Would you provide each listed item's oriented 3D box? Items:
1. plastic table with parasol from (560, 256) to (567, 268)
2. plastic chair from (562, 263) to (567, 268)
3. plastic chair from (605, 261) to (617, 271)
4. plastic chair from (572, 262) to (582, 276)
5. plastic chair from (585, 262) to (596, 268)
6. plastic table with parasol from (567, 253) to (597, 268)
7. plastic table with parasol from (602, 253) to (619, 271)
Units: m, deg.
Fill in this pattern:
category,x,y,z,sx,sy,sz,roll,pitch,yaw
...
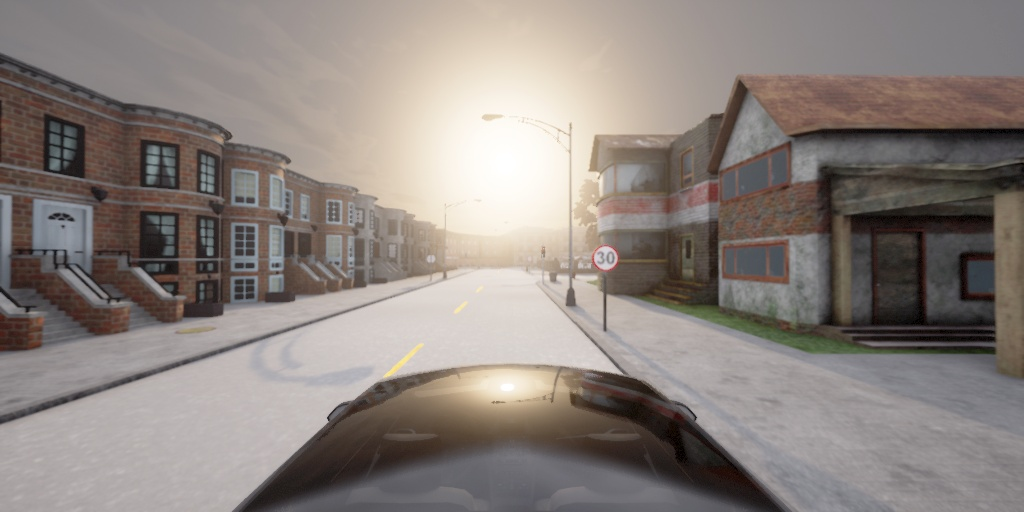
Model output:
category,x,y,z,sx,sy,sz,roll,pitch,yaw
plastic table with parasol,9.634,1.207,55.853,2.482,2.480,2.482,0,0,-40
plastic chair,8.603,1.800,55.109,0.730,1.272,0.750,0,0,-40
plastic chair,14.274,1.788,51.619,0.730,1.272,0.750,0,0,-40
plastic chair,9.044,1.797,50.618,0.730,1.272,0.750,0,0,-40
plastic chair,10.976,1.795,50.390,0.750,1.272,0.730,0,0,-35
plastic table with parasol,10.074,1.200,51.363,2.482,2.480,2.482,0,0,-40
plastic table with parasol,15.304,1.179,52.364,2.482,2.480,2.482,0,0,-40
